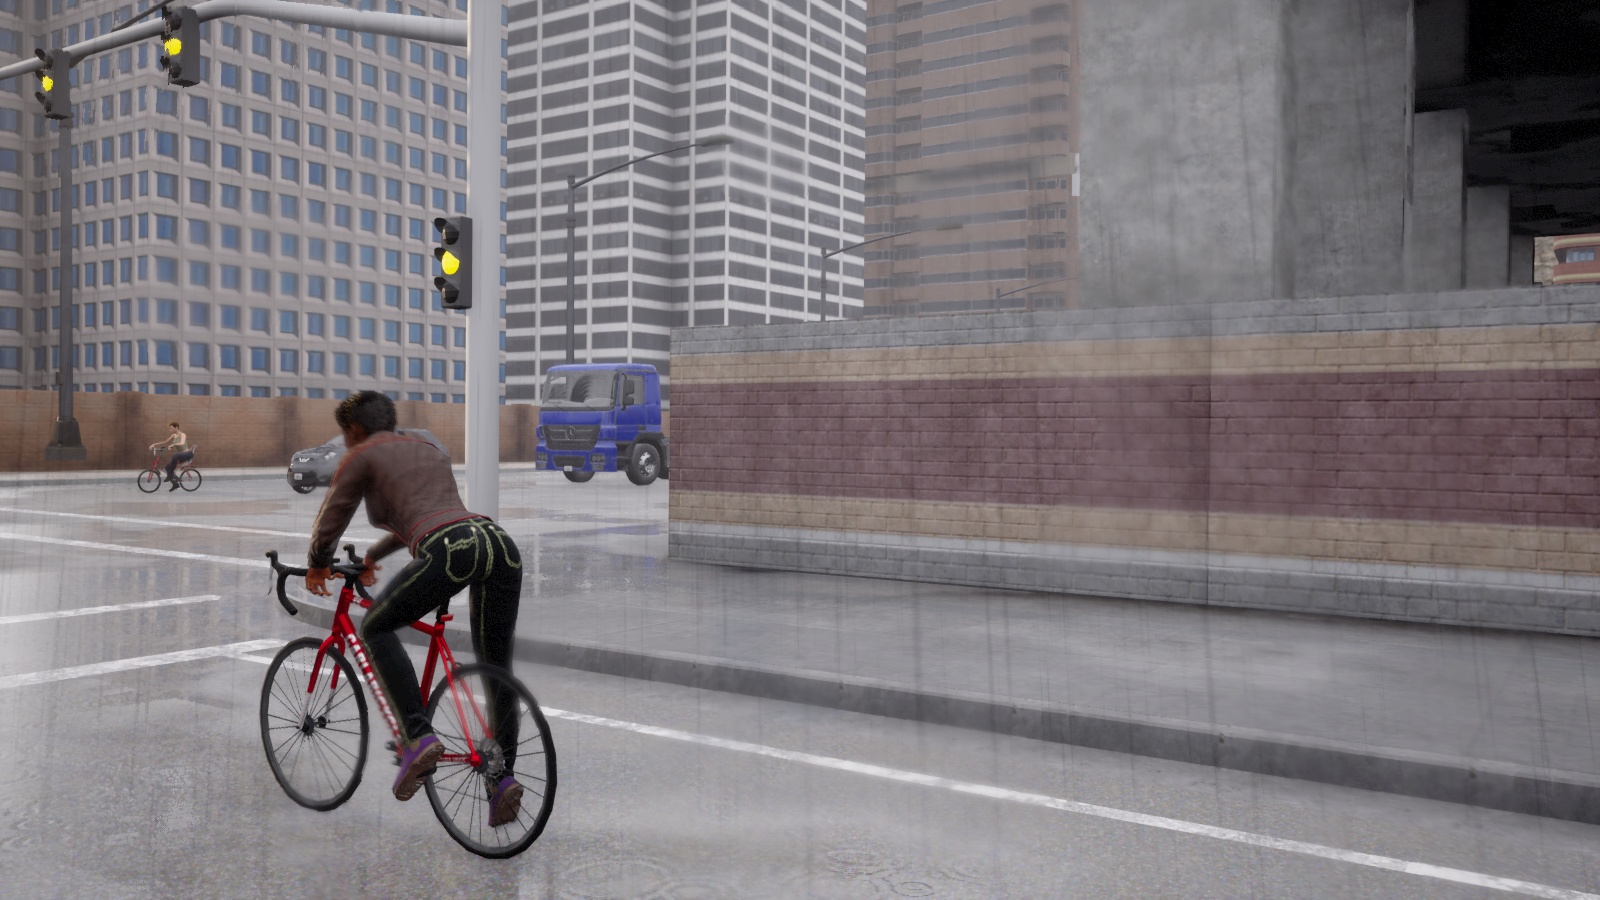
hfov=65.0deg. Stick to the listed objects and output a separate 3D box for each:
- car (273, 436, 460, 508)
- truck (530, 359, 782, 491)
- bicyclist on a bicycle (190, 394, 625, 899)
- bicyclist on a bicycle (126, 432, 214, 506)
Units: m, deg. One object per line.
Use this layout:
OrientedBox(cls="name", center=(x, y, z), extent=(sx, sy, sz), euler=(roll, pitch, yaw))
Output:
OrientedBox(cls="car", center=(-9.798, 0.444, 28.592), extent=(1.845, 1.501, 3.633), euler=(0, 1, 34))
OrientedBox(cls="truck", center=(-4.016, -0.721, 37.134), extent=(2.891, 3.462, 7.936), euler=(0, 1, 34))
OrientedBox(cls="bicyclist on a bicycle", center=(-1.472, 0.635, 4.599), extent=(1.656, 1.620, 0.582), euler=(0, 1, 34))
OrientedBox(cls="bicyclist on a bicycle", center=(-14.201, 0.410, 28.329), extent=(0.866, 1.612, 1.509), euler=(0, 1, 34))
